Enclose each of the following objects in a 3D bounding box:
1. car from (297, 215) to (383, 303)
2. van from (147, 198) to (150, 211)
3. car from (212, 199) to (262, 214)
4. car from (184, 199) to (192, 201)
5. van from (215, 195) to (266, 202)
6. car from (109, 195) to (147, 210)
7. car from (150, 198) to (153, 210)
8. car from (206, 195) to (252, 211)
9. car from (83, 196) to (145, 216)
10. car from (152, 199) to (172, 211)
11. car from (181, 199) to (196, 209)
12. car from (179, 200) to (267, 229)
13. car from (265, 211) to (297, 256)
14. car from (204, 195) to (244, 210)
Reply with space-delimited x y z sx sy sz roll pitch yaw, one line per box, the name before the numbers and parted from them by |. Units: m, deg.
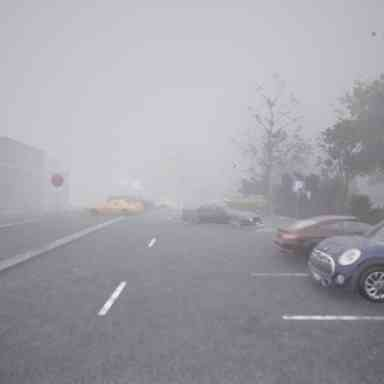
car | 5.099 1.341 7.636 4.553 1.767 2.185 0 0 0
van | -7.421 1.315 38.065 4.442 1.987 1.878 0 -1 -1
car | 4.928 1.569 37.057 5.366 1.575 1.946 0 -1 -1
car | -0.402 1.702 41.630 2.033 1.411 5.357 0 -1 -1
van | 4.690 1.271 31.601 4.442 1.987 1.878 0 -1 -1
car | -7.471 1.364 35.026 4.553 1.767 2.185 0 -1 -1
car | -7.682 1.687 50.203 4.553 1.767 2.185 0 -1 -1
car | 4.649 1.425 42.775 5.566 2.045 2.435 0 -1 -1
car | -7.653 1.450 32.104 5.366 1.575 1.946 0 -1 -1
car | -3.755 1.683 44.554 1.882 1.535 5.008 0 -2 0
car | -0.538 1.905 52.031 2.128 1.511 4.902 0 -2 2
car | 1.722 1.483 21.214 5.357 1.411 2.033 0 0 35
car | 5.016 1.493 10.807 4.674 1.452 2.002 0 0 -1
car | 4.560 1.559 48.235 5.566 2.045 2.435 0 -1 -1
